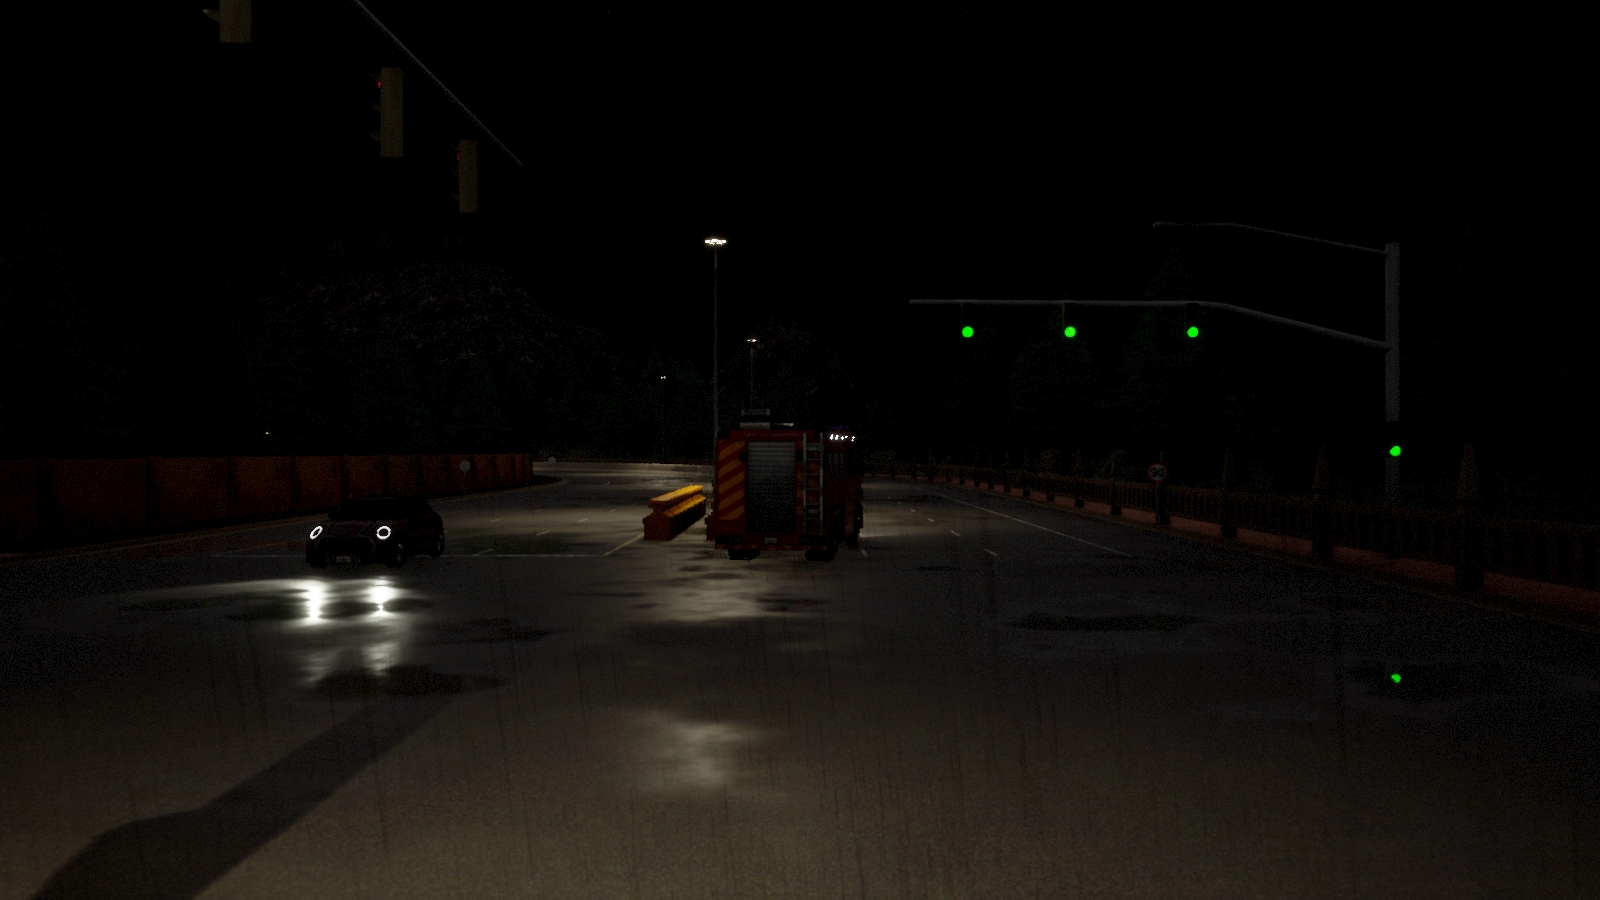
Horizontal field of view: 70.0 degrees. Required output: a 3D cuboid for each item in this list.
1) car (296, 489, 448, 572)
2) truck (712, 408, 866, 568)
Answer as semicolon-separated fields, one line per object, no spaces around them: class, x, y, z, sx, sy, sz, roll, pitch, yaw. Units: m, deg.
car;-10.510;1.924;28.474;2.097;1.767;4.553;0;0;0
truck;-0.039;0.911;31.780;2.891;3.827;8.468;0;0;9
